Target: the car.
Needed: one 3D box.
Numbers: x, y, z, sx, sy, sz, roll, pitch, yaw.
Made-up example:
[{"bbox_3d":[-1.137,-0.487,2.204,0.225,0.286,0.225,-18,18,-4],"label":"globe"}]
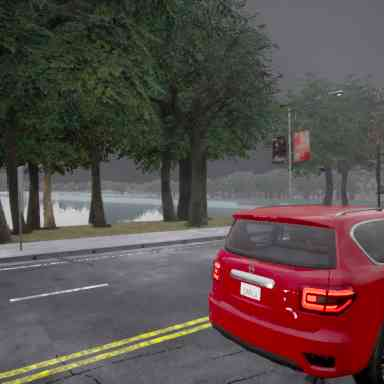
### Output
[{"bbox_3d":[2.801,1.220,5.399,5.566,2.045,2.150,0,0,-37],"label":"car"}]
